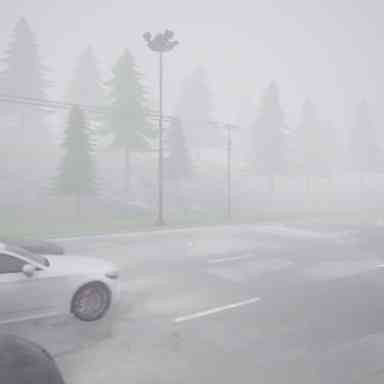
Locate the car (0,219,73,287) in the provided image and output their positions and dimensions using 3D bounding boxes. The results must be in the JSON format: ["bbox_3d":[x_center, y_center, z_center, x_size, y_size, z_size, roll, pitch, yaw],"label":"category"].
[{"bbox_3d":[-5.943,1.547,8.104,5.357,1.411,2.033,0,0,-36],"label":"car"}]

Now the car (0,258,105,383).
[{"bbox_3d":[-3.115,1.502,1.524,4.892,1.490,1.837,0,0,-35],"label":"car"}]

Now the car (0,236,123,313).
[{"bbox_3d":[-3.493,1.526,5.553,4.674,1.442,1.812,0,0,-35],"label":"car"}]
